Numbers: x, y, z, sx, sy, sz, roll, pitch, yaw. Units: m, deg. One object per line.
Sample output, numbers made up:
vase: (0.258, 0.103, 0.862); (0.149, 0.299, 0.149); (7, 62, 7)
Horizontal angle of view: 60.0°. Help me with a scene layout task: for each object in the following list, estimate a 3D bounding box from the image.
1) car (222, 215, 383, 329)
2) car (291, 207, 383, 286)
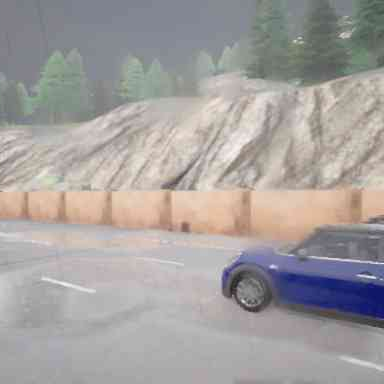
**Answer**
car: (2.821, 1.375, 6.255); (4.553, 1.767, 2.097); (0, 0, 35)
car: (5.221, 1.384, 8.842); (4.553, 1.767, 2.097); (0, 0, 35)
